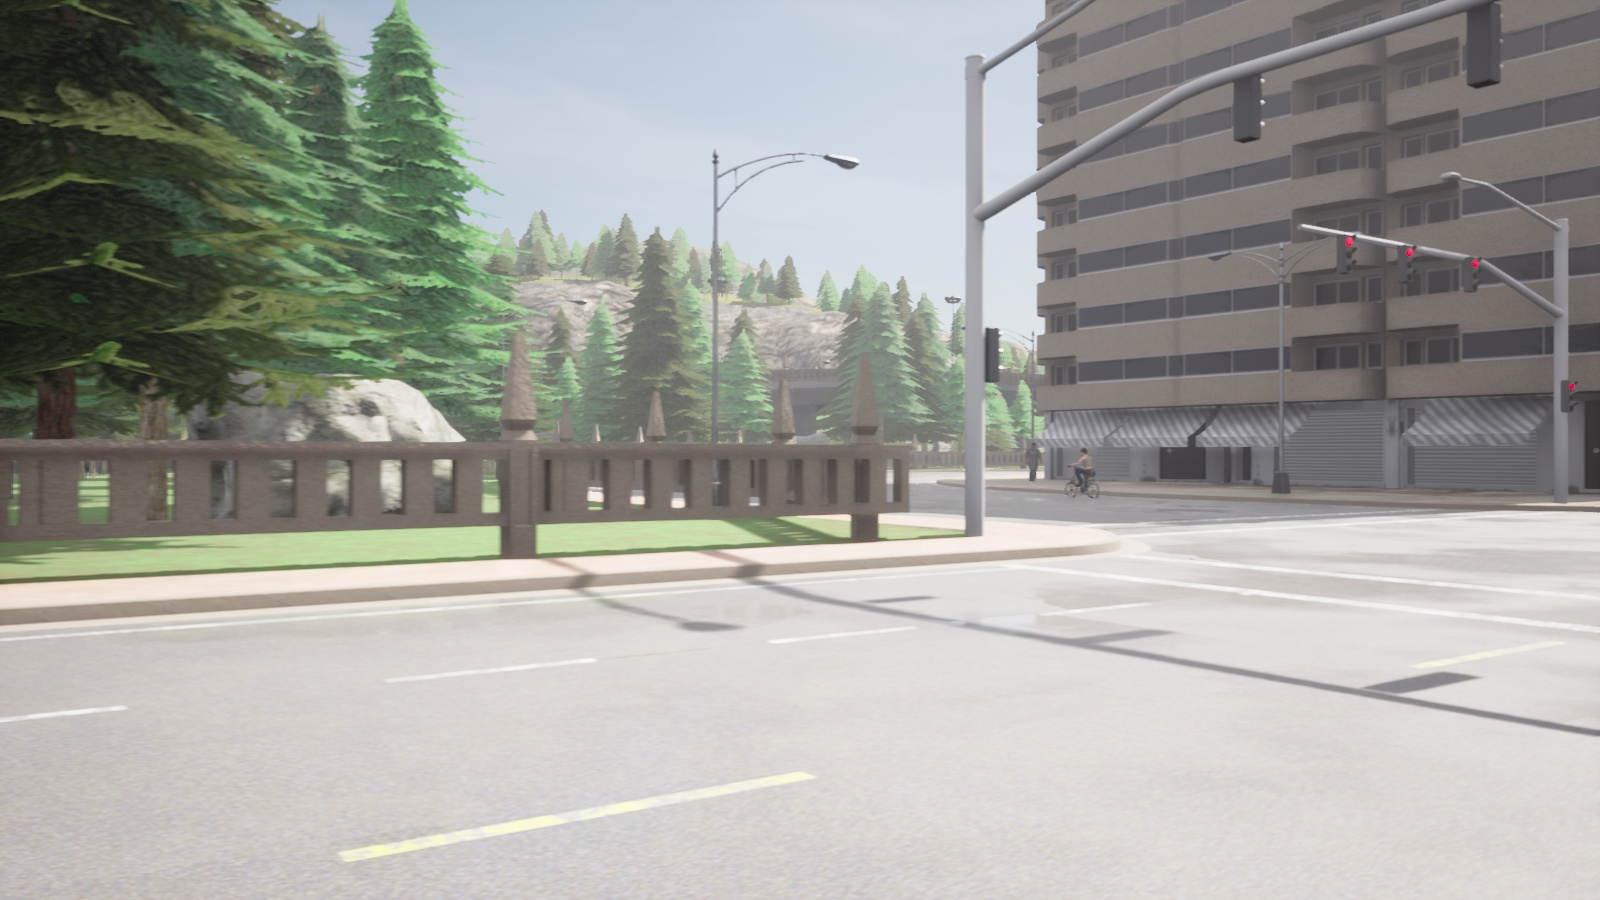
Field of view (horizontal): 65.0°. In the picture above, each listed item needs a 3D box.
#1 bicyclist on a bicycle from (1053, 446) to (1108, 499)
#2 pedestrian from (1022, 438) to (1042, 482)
[{"bbox_3d":[8.840,0.704,39.619,0.866,1.612,1.509,1,-1,-31],"label":"bicyclist on a bicycle"},{"bbox_3d":[10.491,0.460,56.746,0.659,1.952,0.873,0,0,-5],"label":"pedestrian"}]
